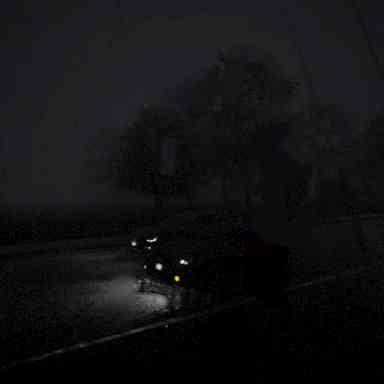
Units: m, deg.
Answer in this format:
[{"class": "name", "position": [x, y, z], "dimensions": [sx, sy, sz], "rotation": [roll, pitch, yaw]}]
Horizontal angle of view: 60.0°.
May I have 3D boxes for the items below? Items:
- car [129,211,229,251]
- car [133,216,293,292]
[{"class": "car", "position": [-0.028, 1.511, 12.724], "dimensions": [4.892, 1.490, 1.837], "rotation": [0, 0, -37]}, {"class": "car", "position": [0.826, 1.568, 9.001], "dimensions": [4.181, 1.385, 1.994], "rotation": [0, 0, -37]}]
